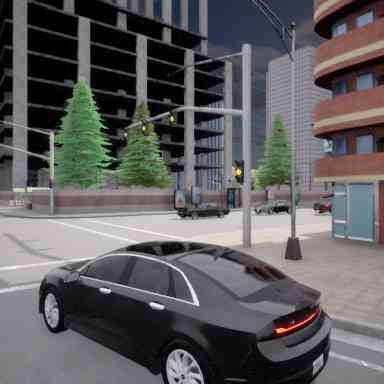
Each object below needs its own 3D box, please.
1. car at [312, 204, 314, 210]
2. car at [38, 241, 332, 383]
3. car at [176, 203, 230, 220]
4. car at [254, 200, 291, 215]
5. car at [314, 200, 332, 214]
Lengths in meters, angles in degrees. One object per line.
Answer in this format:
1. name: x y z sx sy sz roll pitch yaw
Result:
1. car: 16.646 1.407 40.273 4.553 1.767 2.097 0 0 -35
2. car: -0.534 1.505 5.001 4.892 1.490 1.837 0 0 41
3. car: 0.983 1.656 29.065 4.718 1.301 1.895 0 0 -36
4. car: 8.563 1.547 34.501 4.902 1.511 2.128 0 0 -36
5. car: 15.343 1.408 34.813 4.553 1.767 2.097 0 0 -36
